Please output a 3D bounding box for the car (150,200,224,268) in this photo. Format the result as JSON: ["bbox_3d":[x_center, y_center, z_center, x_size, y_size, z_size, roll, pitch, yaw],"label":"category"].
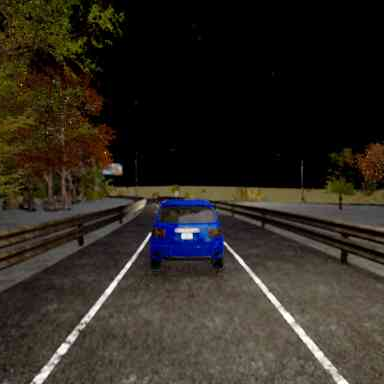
[{"bbox_3d":[-0.193,1.272,11.612,2.150,2.045,5.566,0,0,-1],"label":"car"}]

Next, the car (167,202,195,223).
[{"bbox_3d":[-0.986,1.613,27.752,2.128,1.511,4.902,0,0,-3],"label":"car"}]
